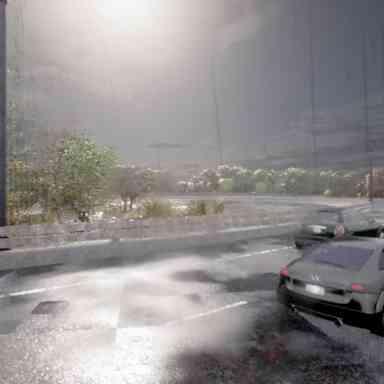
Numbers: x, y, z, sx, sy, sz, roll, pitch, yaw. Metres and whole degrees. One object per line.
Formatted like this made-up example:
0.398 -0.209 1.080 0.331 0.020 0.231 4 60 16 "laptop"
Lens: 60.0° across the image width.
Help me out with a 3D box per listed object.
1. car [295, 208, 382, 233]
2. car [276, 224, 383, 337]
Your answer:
6.207 1.451 13.731 4.553 1.767 2.097 0 -1 -42 "car"
3.618 1.614 6.844 4.181 1.385 1.994 0 0 -39 "car"
